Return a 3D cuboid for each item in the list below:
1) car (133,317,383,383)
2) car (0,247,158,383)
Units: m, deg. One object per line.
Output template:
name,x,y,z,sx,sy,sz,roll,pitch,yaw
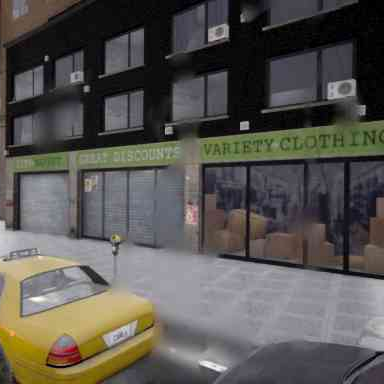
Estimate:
car,2.023,1.551,1.645,4.403,1.369,2.008,0,1,36
car,-2.658,1.524,4.993,4.829,1.417,1.752,0,1,36
